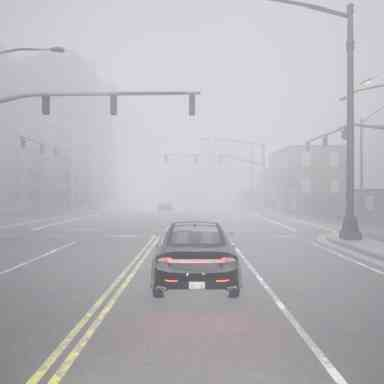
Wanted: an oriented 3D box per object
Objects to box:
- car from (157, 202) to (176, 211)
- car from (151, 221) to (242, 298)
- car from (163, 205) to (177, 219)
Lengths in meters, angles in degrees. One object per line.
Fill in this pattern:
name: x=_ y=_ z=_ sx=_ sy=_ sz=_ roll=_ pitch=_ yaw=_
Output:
car: x=-3.599 y=2.055 z=45.437 sx=1.994 sy=1.385 sz=4.181 roll=0 pitch=-4 yaw=0
car: x=0.075 y=1.491 z=8.500 sx=2.128 sy=1.511 sz=4.902 roll=0 pitch=0 yaw=0
car: x=-3.598 y=3.305 z=54.572 sx=1.882 sy=1.535 sz=5.008 roll=0 pitch=-11 yaw=0
